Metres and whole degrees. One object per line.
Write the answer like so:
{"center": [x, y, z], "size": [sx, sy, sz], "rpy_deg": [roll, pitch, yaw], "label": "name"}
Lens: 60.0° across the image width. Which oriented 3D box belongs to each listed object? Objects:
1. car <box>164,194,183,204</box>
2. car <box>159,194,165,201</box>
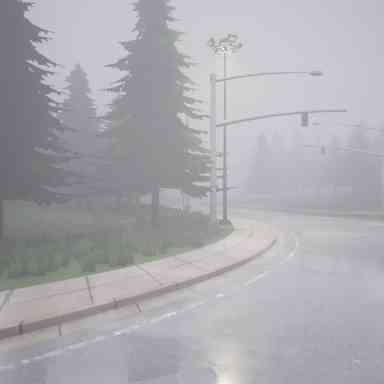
{"center": [-3.236, 1.547, 65.433], "size": [2.033, 1.411, 5.357], "rpy_deg": [0, 0, -21], "label": "car"}
{"center": [-7.119, 1.186, 75.170], "size": [2.150, 2.045, 5.566], "rpy_deg": [0, 0, -21], "label": "car"}
